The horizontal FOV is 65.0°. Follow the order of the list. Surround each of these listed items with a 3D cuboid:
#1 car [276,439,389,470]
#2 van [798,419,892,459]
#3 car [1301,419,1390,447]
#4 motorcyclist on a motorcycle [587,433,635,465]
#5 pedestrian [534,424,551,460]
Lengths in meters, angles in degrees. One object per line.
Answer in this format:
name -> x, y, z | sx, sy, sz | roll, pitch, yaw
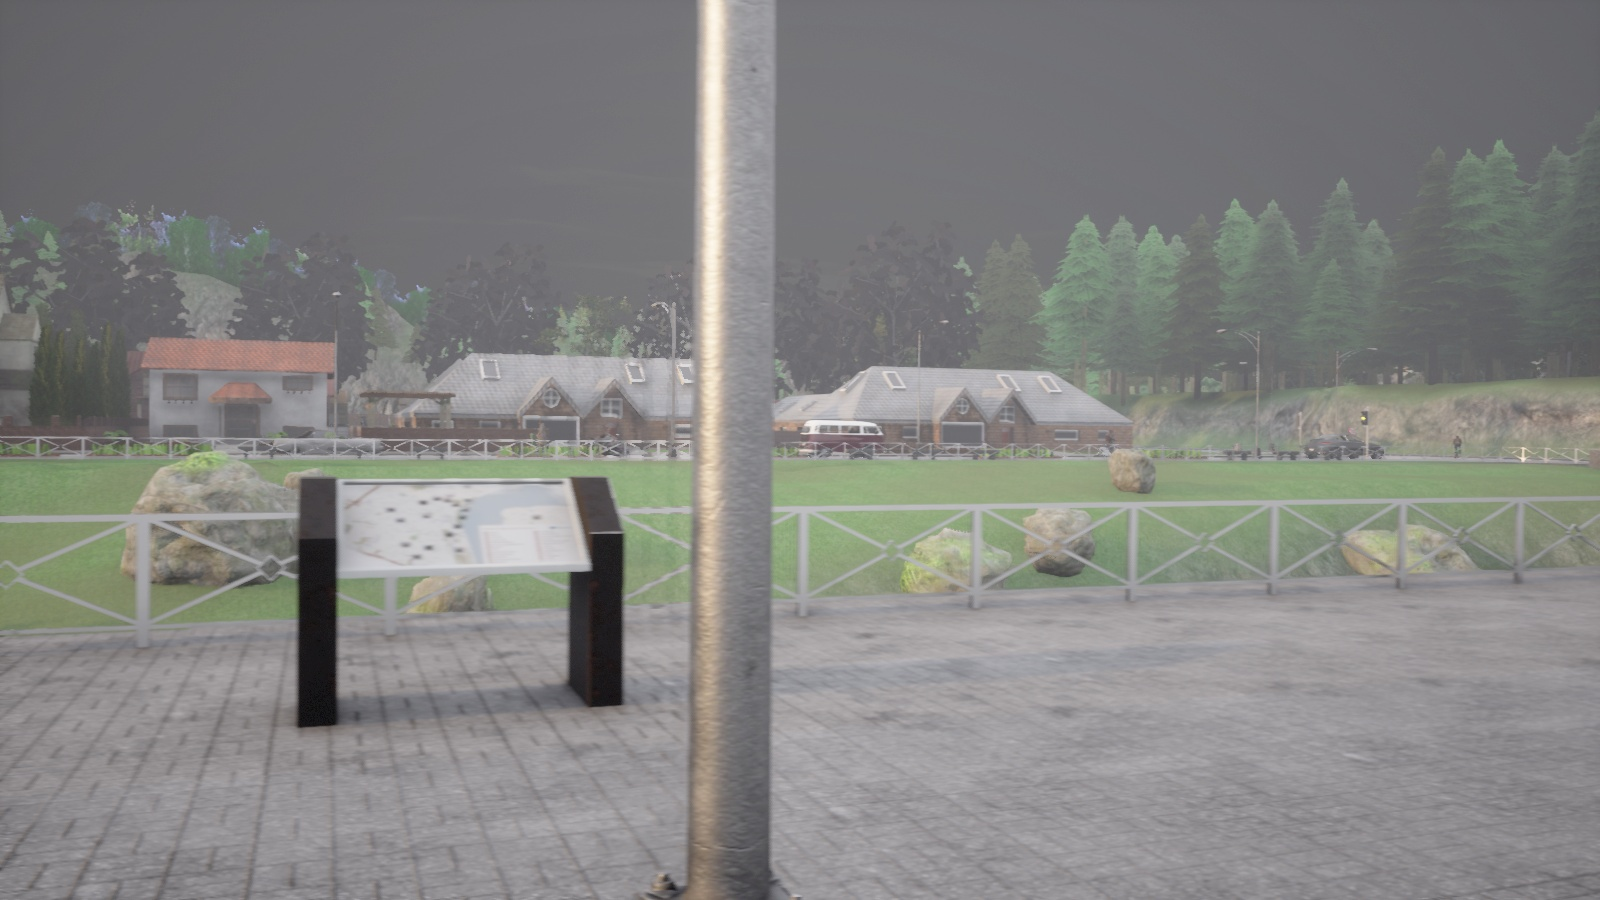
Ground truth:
car -> -21.316, 0.196, 57.362 | 4.718, 1.301, 1.895 | -1, 1, -21
van -> 2.388, -0.584, 66.351 | 4.480, 2.038, 2.069 | -1, 1, -21
car -> 34.061, -1.067, 78.369 | 5.027, 1.651, 2.152 | -1, 1, -21
motorcyclist on a motorcycle -> -9.329, -0.073, 61.909 | 2.191, 1.530, 0.866 | -1, 1, -21
pedestrian -> -14.130, -0.461, 68.958 | 0.873, 1.952, 0.659 | -1, 1, -13
